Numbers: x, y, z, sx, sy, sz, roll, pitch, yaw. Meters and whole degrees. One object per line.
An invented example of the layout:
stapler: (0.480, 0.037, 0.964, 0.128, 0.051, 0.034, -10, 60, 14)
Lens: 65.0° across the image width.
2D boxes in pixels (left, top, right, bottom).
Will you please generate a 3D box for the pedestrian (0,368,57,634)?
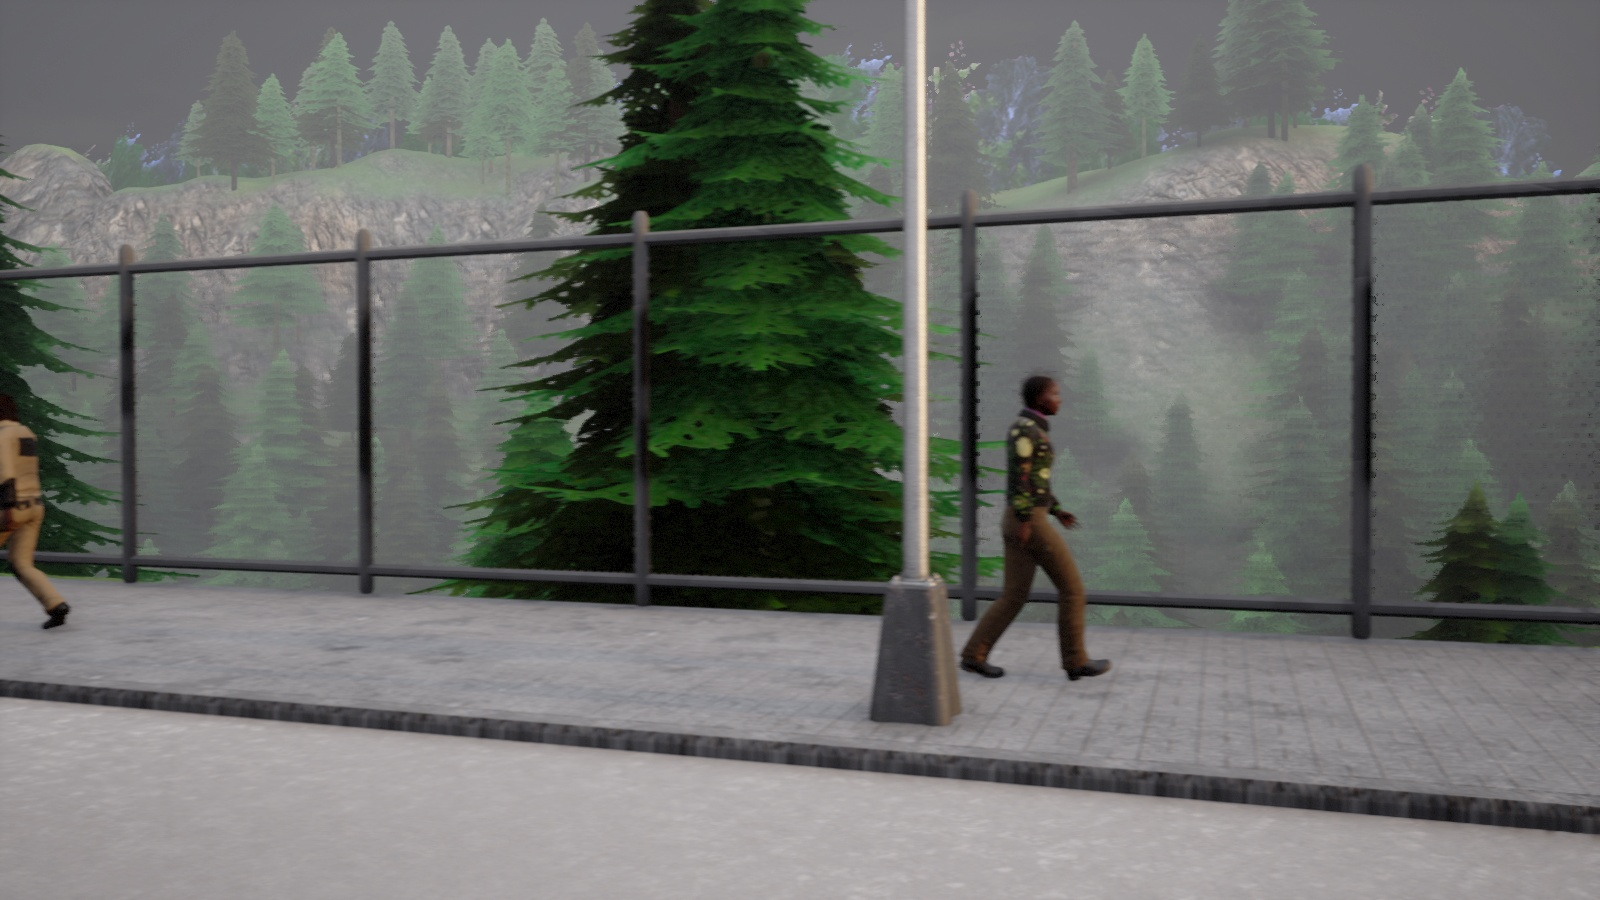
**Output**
pedestrian: (-5.985, 0.365, 9.327, 0.692, 1.930, 0.396, 0, 1, 7)

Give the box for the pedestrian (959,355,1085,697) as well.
pedestrian: (1.280, 0.424, 7.323, 0.692, 1.930, 0.395, 0, 1, 7)
